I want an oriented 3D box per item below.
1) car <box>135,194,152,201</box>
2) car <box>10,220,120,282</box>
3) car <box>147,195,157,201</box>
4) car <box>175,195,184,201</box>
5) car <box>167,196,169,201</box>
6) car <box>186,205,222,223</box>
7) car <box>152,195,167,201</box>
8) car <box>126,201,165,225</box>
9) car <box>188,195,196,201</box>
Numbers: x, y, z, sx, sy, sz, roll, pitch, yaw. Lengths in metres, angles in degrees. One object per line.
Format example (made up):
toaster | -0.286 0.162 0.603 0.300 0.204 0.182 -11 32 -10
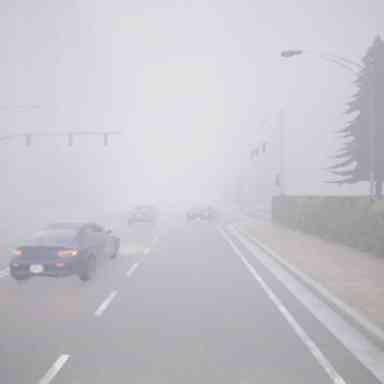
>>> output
car | -10.490 1.712 71.985 1.994 1.385 4.181 0 0 0
car | -3.450 1.548 9.746 1.812 1.442 4.674 0 0 1
car | -10.488 1.675 87.630 2.128 1.511 4.902 0 0 0
car | -3.487 1.747 88.248 1.994 1.385 4.181 0 0 0
car | -6.988 1.628 87.629 1.882 1.535 5.008 0 0 0
car | 1.073 1.660 26.401 1.895 1.301 4.718 0 0 16
car | -6.990 1.637 71.984 1.882 1.535 5.008 0 0 0
car | -3.451 1.602 24.266 2.033 1.411 5.357 0 0 0
car | 0.012 1.670 87.394 1.882 1.535 5.008 0 0 0
